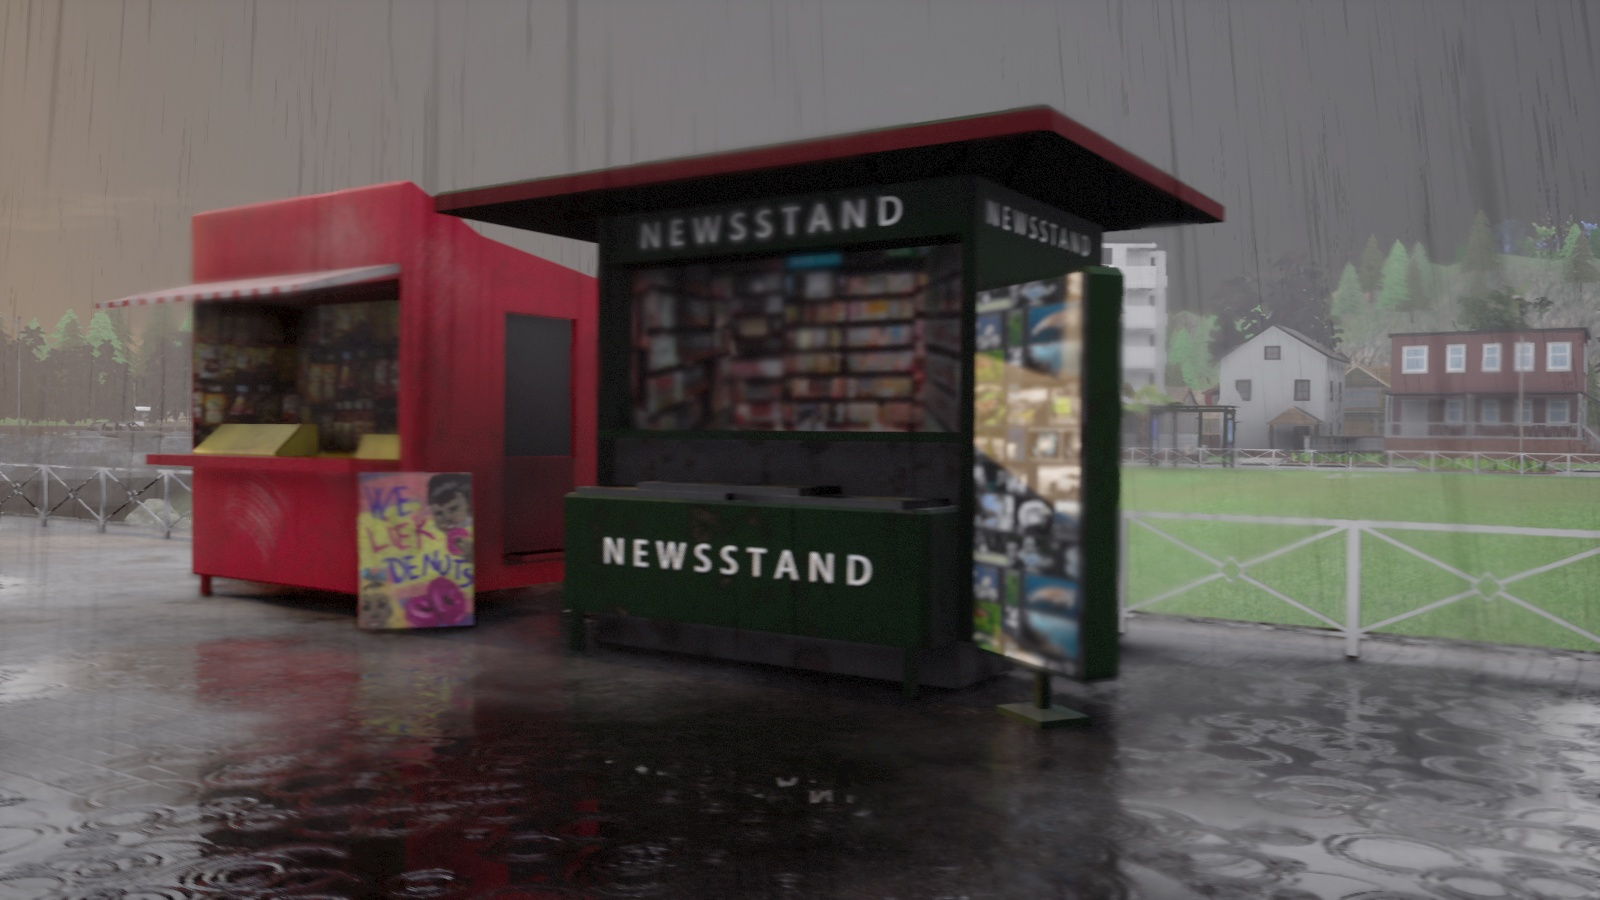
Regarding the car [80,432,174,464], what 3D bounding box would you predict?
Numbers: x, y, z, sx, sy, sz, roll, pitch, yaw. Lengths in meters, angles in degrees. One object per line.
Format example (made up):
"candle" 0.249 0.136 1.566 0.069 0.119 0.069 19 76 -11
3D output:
"car" -40.630 -0.119 75.868 1.932 1.855 4.605 0 1 35
